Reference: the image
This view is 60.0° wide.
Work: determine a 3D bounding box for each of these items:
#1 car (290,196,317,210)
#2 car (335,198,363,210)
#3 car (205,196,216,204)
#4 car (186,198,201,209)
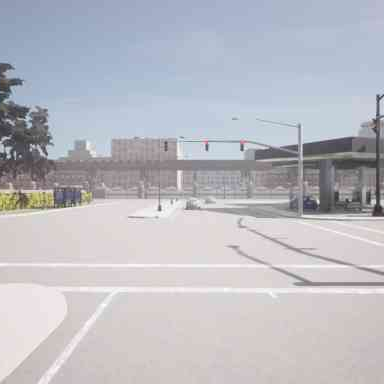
[{"bbox_3d":[13.249,1.295,39.729,2.242,1.667,4.611,0,0,0],"label":"car"},{"bbox_3d":[18.995,1.456,40.486,1.970,1.475,3.806,0,0,0],"label":"car"},{"bbox_3d":[3.563,1.525,64.414,1.812,1.442,4.674,0,0,0],"label":"car"},{"bbox_3d":[0.161,1.525,45.362,1.812,1.442,4.674,0,0,0],"label":"car"}]
